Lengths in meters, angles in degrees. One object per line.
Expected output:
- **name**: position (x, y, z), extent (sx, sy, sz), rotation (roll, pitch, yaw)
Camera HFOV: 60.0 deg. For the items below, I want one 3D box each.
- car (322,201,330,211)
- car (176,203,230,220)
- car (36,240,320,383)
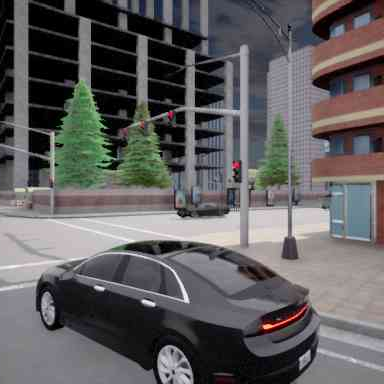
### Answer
- **car**: position (18.089, 1.546, 41.335), extent (4.902, 1.511, 2.128), rotation (0, 0, -35)
- **car**: position (0.964, 1.655, 29.152), extent (4.718, 1.301, 1.895), rotation (0, 0, -35)
- **car**: position (-0.634, 1.505, 5.094), extent (4.892, 1.490, 1.837), rotation (0, 0, 41)
